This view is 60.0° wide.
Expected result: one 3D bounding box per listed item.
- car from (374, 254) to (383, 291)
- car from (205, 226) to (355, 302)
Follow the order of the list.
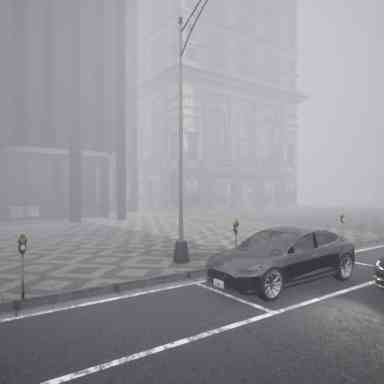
[{"bbox_3d":[6.119,1.503,7.710,4.892,1.490,1.837,0,0,-35],"label":"car"},{"bbox_3d":[2.339,1.565,8.298,4.313,1.339,1.947,0,0,-35],"label":"car"}]
